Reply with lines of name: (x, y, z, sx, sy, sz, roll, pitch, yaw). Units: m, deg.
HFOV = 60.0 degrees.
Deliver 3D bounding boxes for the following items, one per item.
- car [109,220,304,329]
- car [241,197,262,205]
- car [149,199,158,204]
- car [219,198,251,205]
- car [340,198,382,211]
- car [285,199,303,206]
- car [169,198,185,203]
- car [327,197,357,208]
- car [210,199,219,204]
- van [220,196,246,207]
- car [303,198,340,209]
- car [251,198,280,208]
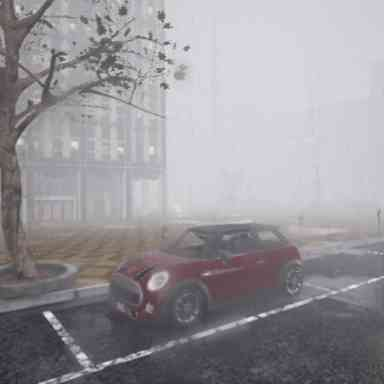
car: (0.401, 1.423, 6.854, 4.097, 1.590, 1.967, 0, 0, -36)
car: (12.513, 1.927, 70.298, 1.967, 1.590, 4.097, -2, 0, -36)
car: (-10.607, 2.542, 87.933, 2.008, 1.369, 4.403, -2, 0, -36)
car: (8.461, 1.750, 66.186, 2.150, 2.045, 5.566, -1, 0, -36)
car: (21.954, 1.725, 42.751, 2.008, 1.369, 4.403, -2, 0, -36)
car: (19.110, 1.904, 61.322, 1.802, 1.307, 4.206, -2, 0, -36)
car: (-3.824, 2.337, 92.848, 1.967, 1.590, 4.097, -2, 0, -36)
car: (24.369, 1.631, 54.140, 1.967, 1.590, 4.097, -2, 0, -36)
car: (5.980, 2.232, 79.317, 1.802, 1.307, 4.206, -2, 0, -36)
van: (7.684, 1.873, 62.620, 1.690, 1.788, 3.998, -2, 0, -36)
car: (18.687, 1.807, 47.262, 2.008, 1.369, 4.403, -2, 0, -36)
car: (12.607, 1.953, 55.735, 1.887, 1.381, 4.507, -2, 0, -36)
